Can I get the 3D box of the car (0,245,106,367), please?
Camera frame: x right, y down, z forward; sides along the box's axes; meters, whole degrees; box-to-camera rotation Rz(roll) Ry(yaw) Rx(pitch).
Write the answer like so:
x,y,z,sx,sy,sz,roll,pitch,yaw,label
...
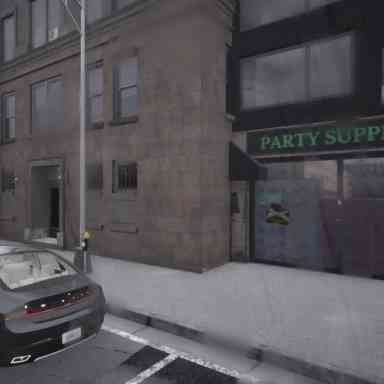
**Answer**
x,y,z,sx,sy,sz,roll,pitch,yaw,label
-3.273,1.551,5.413,4.403,1.369,2.008,0,0,36,car
